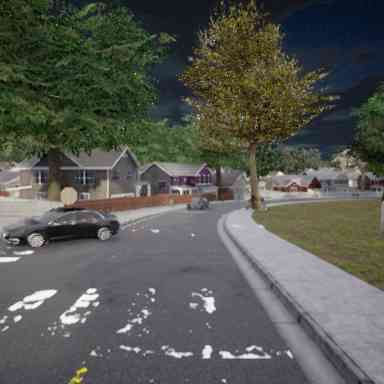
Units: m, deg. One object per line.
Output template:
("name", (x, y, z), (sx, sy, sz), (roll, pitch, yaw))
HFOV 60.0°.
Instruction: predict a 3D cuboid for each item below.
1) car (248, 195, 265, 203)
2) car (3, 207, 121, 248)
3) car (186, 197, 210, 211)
("car", (12.294, 1.293, 63.265), (1.812, 1.442, 4.674), (2, 1, 34))
("car", (-5.567, 1.462, 14.727), (4.892, 1.490, 1.837), (0, 6, -42))
("car", (0.756, 1.381, 38.961), (1.837, 1.490, 4.892), (0, 1, 16))
